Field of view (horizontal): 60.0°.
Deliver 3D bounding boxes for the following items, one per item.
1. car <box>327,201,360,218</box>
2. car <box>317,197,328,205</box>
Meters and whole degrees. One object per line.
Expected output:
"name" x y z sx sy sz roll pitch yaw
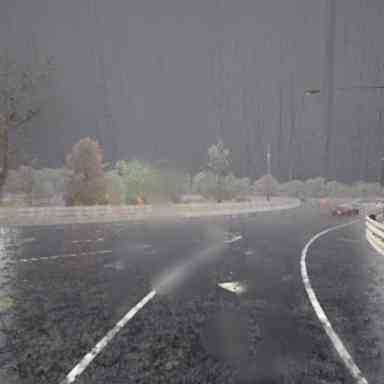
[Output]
"car" 15.944 1.829 34.549 1.812 1.442 4.674 0 0 39
"car" 28.204 1.963 71.828 2.097 1.767 4.553 0 0 16
